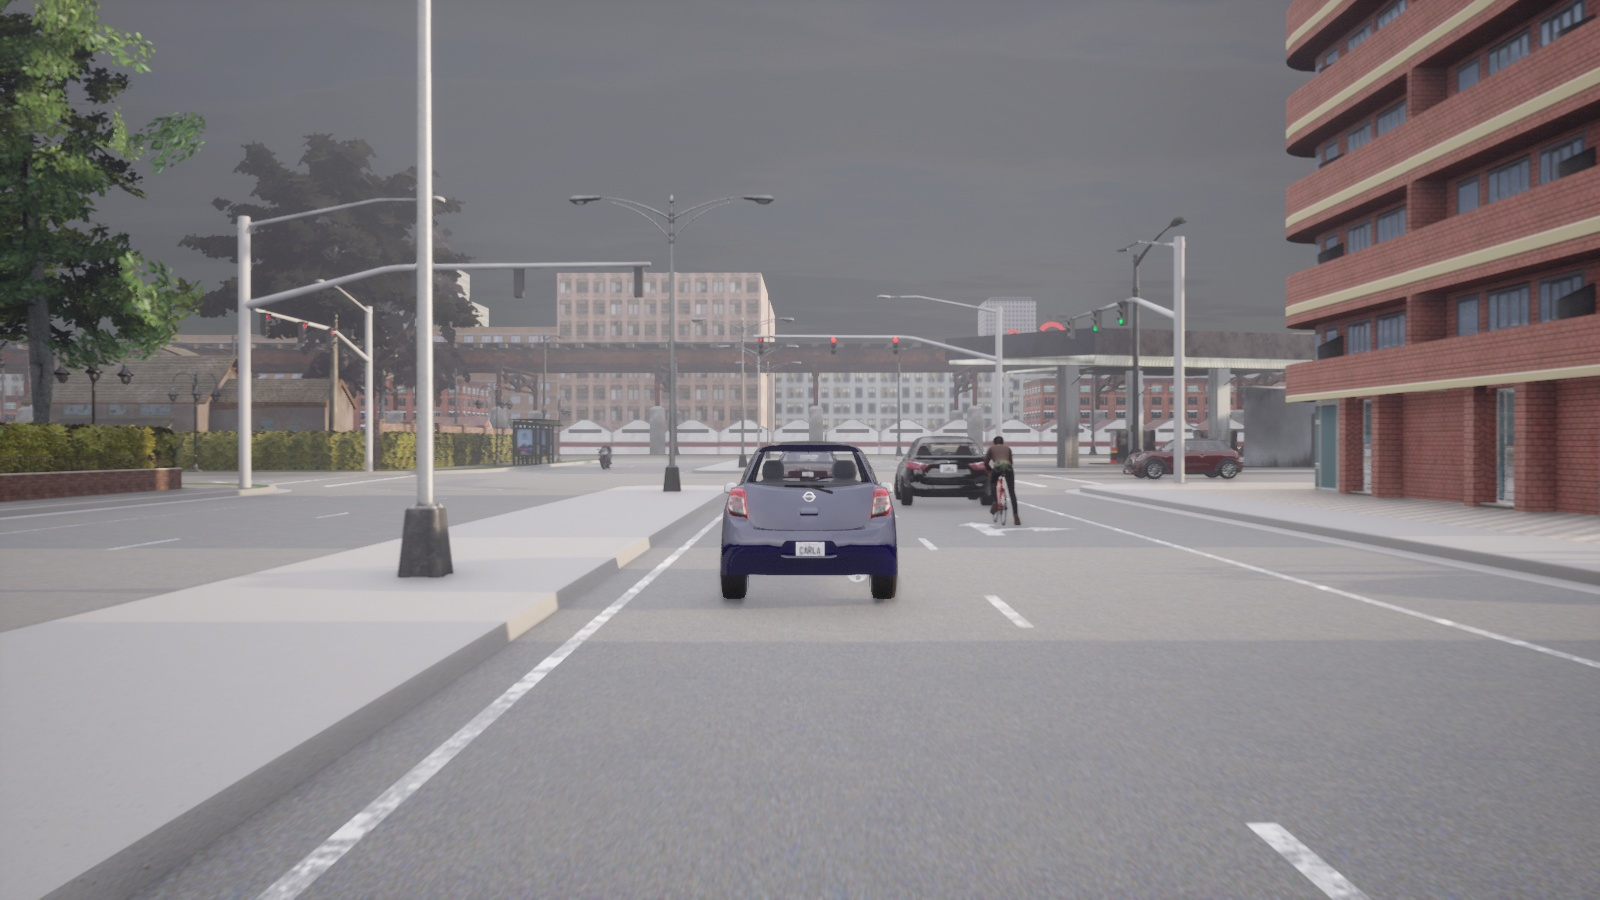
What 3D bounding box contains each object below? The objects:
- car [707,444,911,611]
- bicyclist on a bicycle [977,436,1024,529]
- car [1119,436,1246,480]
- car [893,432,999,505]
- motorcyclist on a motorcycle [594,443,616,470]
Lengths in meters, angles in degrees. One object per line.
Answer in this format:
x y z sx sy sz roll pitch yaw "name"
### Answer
0.090 0.686 13.143 1.845 1.501 3.633 0 0 0 "car"
3.641 0.571 22.871 0.582 1.620 1.656 1 0 0 "bicyclist on a bicycle"
15.654 0.327 51.598 4.553 1.767 2.097 0 0 -1 "car"
3.535 0.417 31.284 2.242 1.667 4.611 0 0 2 "car"
-11.079 0.370 71.415 0.866 1.530 2.191 0 0 0 "motorcyclist on a motorcycle"
